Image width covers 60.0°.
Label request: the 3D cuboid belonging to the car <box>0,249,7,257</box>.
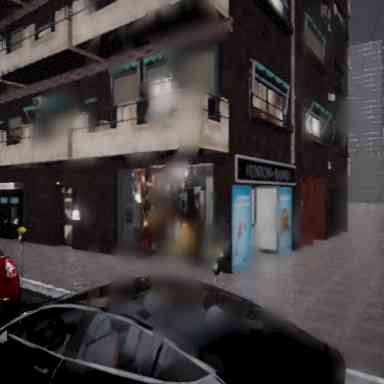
[{"bbox_3d":[-5.242,1.473,6.606,4.097,1.590,1.967,0,0,35],"label":"car"}]

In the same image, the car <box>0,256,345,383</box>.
[{"bbox_3d":[-0.734,1.576,3.395,4.313,1.339,1.947,0,0,35],"label":"car"}]
